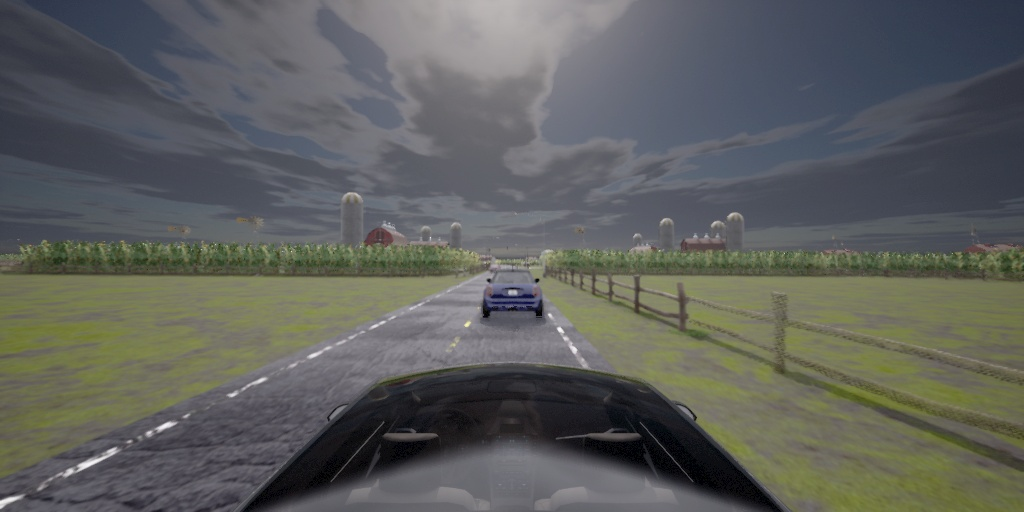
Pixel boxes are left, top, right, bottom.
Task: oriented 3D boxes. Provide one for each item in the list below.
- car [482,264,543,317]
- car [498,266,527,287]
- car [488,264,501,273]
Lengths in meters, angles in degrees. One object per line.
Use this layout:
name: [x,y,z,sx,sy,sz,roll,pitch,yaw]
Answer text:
car: [0.042,1.264,14.073,2.097,1.767,4.553,0,-1,0]
car: [0.036,1.613,29.154,2.128,1.511,4.902,0,-1,0]
car: [-2.824,2.091,59.303,1.812,1.442,4.674,0,-1,0]
